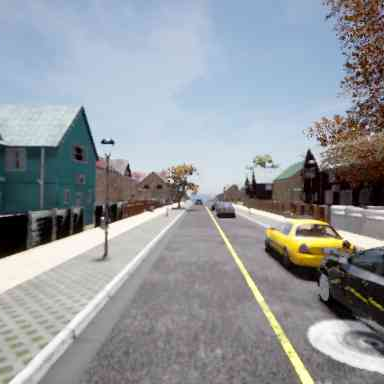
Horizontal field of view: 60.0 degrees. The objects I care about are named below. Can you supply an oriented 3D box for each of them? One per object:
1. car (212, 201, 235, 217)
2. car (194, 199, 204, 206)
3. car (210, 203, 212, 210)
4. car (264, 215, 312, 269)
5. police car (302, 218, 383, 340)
[{"bbox_3d":[3.533,1.877,35.310,2.033,1.411,5.357,1,-1,2],"label":"car"},{"bbox_3d":[1.600,2.250,74.917,1.837,1.490,4.892,1,-1,1],"label":"car"},{"bbox_3d":[3.772,2.036,48.599,1.994,1.385,4.181,1,-1,1],"label":"car"},{"bbox_3d":[3.774,1.574,11.501,1.801,1.575,5.366,1,0,1],"label":"car"},{"bbox_3d":[3.640,1.509,5.422,1.930,1.638,5.238,1,0,1],"label":"police car"}]
